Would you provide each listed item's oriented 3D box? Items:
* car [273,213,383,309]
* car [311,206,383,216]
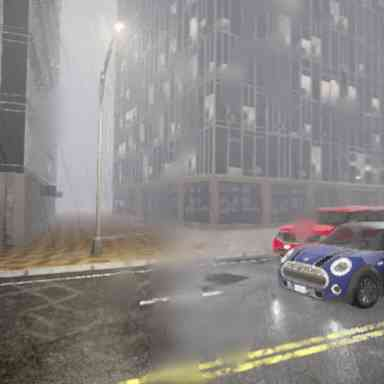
[{"bbox_3d":[4.424,1.574,8.387,4.553,1.767,2.097,0,-2,-26],"label":"car"},{"bbox_3d":[5.727,1.553,12.602,5.566,2.045,2.150,0,-2,-26],"label":"car"}]
